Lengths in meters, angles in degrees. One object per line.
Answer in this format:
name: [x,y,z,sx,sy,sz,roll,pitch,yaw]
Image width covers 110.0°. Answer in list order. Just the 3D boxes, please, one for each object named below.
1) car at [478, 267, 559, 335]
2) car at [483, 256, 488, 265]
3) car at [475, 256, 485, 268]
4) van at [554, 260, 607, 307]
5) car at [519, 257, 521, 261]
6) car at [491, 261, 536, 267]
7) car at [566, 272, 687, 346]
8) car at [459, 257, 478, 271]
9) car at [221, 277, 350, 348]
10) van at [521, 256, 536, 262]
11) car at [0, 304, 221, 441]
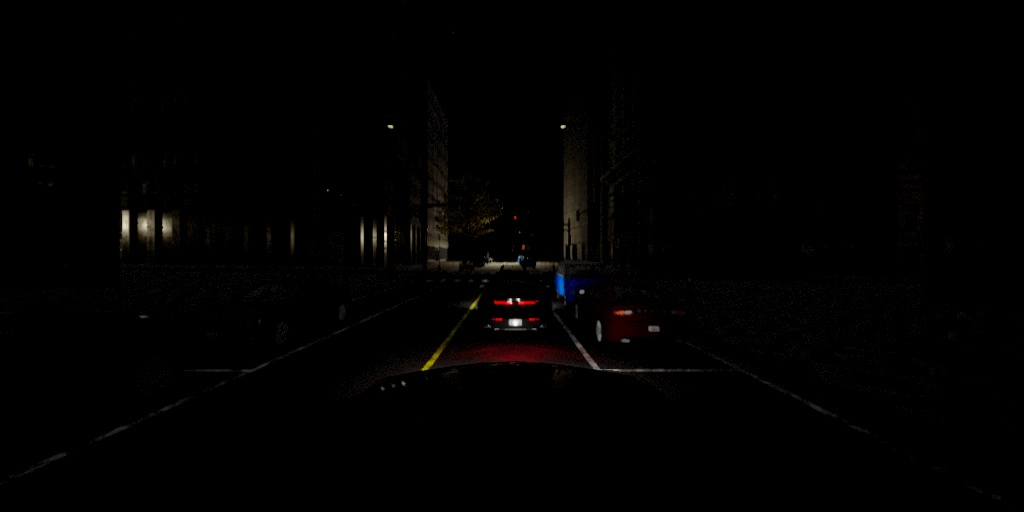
car: [0.074,1.233,10.434,1.837,1.490,4.892,0,0,0]
car: [-5.965,0.941,63.153,2.192,1.841,5.009,0,0,0]
car: [-5.947,1.180,57.864,1.888,1.381,4.507,0,0,0]
van: [2.736,1.059,14.726,1.690,1.789,3.998,0,0,0]
car: [2.577,1.200,58.123,1.948,1.339,4.313,0,0,0]
car: [0.047,1.198,19.853,2.128,1.511,4.902,0,0,-1]
car: [2.753,1.276,9.201,1.888,1.381,4.507,0,0,0]
car: [-5.918,1.178,47.114,1.751,1.417,4.829,0,0,0]
car: [-5.802,1.276,9.191,1.888,1.381,4.507,0,0,0]
van: [2.595,0.984,52.710,1.690,1.789,3.998,0,0,0]
car: [-5.782,1.290,3.666,1.888,1.381,4.507,0,0,0]
